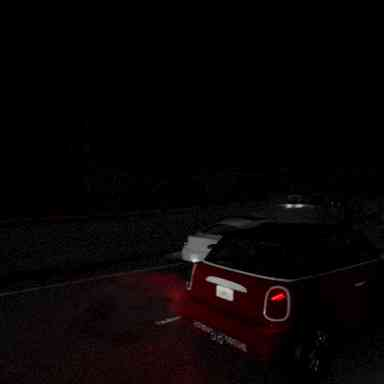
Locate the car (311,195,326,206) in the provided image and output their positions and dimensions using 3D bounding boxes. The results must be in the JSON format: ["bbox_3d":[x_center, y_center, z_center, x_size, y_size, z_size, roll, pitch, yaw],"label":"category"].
[{"bbox_3d":[18.569,1.196,48.719,2.033,1.411,5.357,0,0,25],"label":"car"}]

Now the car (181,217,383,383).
[{"bbox_3d":[2.095,1.313,5.648,4.553,1.767,2.097,-1,0,-38],"label":"car"}]

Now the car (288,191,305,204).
[{"bbox_3d":[16.675,0.871,53.062,2.150,2.045,5.566,0,0,23],"label":"car"}]

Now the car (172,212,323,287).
[{"bbox_3d":[1.829,1.473,9.914,4.674,1.442,1.812,-1,0,-40],"label":"car"}]

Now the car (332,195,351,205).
[{"bbox_3d":[18.655,1.181,41.407,1.837,1.490,4.892,0,0,29],"label":"car"}]
